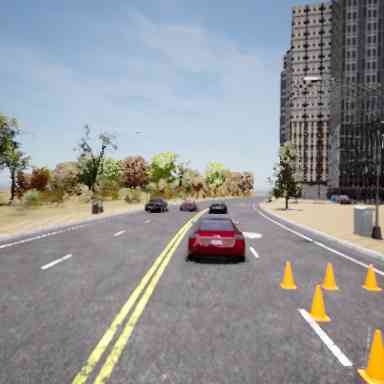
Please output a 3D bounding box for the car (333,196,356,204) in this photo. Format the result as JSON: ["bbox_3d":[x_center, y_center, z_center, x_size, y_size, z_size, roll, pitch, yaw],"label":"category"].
[{"bbox_3d":[34.018,1.887,73.529,4.097,1.590,1.967,1,1,15],"label":"car"}]

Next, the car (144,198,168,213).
[{"bbox_3d":[-3.867,1.429,36.673,1.882,1.535,5.008,1,0,7],"label":"car"}]

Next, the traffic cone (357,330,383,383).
[{"bbox_3d":[2.277,1.998,4.088,0.340,0.580,0.340,1,0,1],"label":"traffic cone"}]

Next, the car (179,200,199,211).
[{"bbox_3d":[-0.291,1.580,39.207,1.994,1.385,4.181,1,0,7],"label":"car"}]

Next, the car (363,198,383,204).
[{"bbox_3d":[39.521,2.065,72.092,4.313,1.339,1.947,1,1,15],"label":"car"}]

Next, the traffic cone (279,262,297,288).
[{"bbox_3d":[2.336,2.001,8.088,0.340,0.580,0.340,1,0,1],"label":"traffic cone"}]

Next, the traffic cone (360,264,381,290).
[{"bbox_3d":[4.336,2.036,8.058,0.340,0.580,0.340,1,0,1],"label":"traffic cone"}]

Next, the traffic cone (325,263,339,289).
[{"bbox_3d":[3.336,2.018,8.073,0.340,0.580,0.340,1,0,1],"label":"traffic cone"}]

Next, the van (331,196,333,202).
[{"bbox_3d":[36.299,1.798,81.845,3.998,1.788,1.690,1,1,15],"label":"van"}]

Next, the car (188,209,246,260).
[{"bbox_3d":[0.892,1.587,12.695,1.994,1.385,4.181,1,0,3],"label":"car"}]

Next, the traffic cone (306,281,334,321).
[{"bbox_3d":[2.307,1.999,6.088,0.340,0.580,0.340,1,0,1],"label":"traffic cone"}]

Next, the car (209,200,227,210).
[{"bbox_3d":[2.982,1.638,37.648,1.994,1.385,4.181,1,0,6],"label":"car"}]
